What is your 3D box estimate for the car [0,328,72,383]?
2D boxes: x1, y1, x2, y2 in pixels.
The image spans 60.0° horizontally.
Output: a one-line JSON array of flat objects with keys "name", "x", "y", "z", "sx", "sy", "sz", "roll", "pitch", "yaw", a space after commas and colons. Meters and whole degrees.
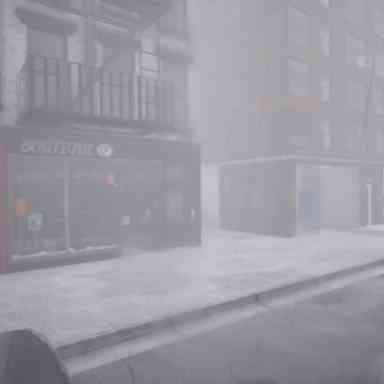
[{"name": "car", "x": -3.105, "y": 1.575, "z": 1.162, "sx": 5.357, "sy": 1.411, "sz": 2.033, "roll": -1, "pitch": 1, "yaw": -35}]
